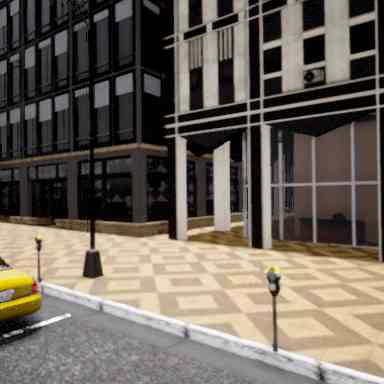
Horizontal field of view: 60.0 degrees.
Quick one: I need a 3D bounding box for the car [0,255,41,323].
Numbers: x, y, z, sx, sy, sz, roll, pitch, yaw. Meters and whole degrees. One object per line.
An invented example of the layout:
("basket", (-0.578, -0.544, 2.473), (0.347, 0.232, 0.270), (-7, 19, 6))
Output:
("car", (-4.741, 1.518, 6.230), (4.829, 1.417, 1.752), (0, -1, 36))
